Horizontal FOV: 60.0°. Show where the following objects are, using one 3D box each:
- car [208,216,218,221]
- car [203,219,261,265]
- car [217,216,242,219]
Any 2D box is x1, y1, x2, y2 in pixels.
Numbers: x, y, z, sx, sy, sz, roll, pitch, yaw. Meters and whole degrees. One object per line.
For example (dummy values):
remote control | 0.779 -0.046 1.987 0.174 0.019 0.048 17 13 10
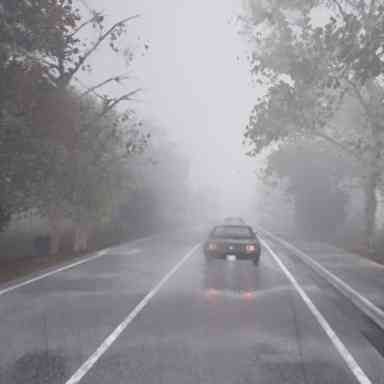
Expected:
car | 3.791 4.652 55.170 1.812 1.442 4.674 0 -5 10
car | 1.588 1.926 12.950 1.895 1.301 4.718 0 -2 8
car | 3.339 2.673 26.199 2.033 1.411 5.357 0 -4 8
